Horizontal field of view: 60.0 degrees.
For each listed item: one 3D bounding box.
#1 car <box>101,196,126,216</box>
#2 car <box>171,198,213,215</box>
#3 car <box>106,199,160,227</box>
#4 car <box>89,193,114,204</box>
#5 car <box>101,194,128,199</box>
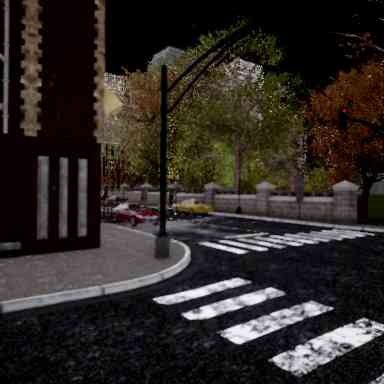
[{"bbox_3d":[-6.759,1.214,24.832,1.802,1.307,4.206,2,0,-36],"label":"car"},{"bbox_3d":[-0.083,1.238,29.901,1.752,1.417,4.829,2,0,-36],"label":"car"},{"bbox_3d":[-3.499,1.313,20.358,1.802,1.307,4.206,2,0,-36],"label":"car"},{"bbox_3d":[-13.026,0.890,47.665,1.947,1.339,4.313,2,0,-36],"label":"car"},{"bbox_3d":[-9.765,0.972,43.189,2.008,1.369,4.403,2,0,-36],"label":"car"}]
